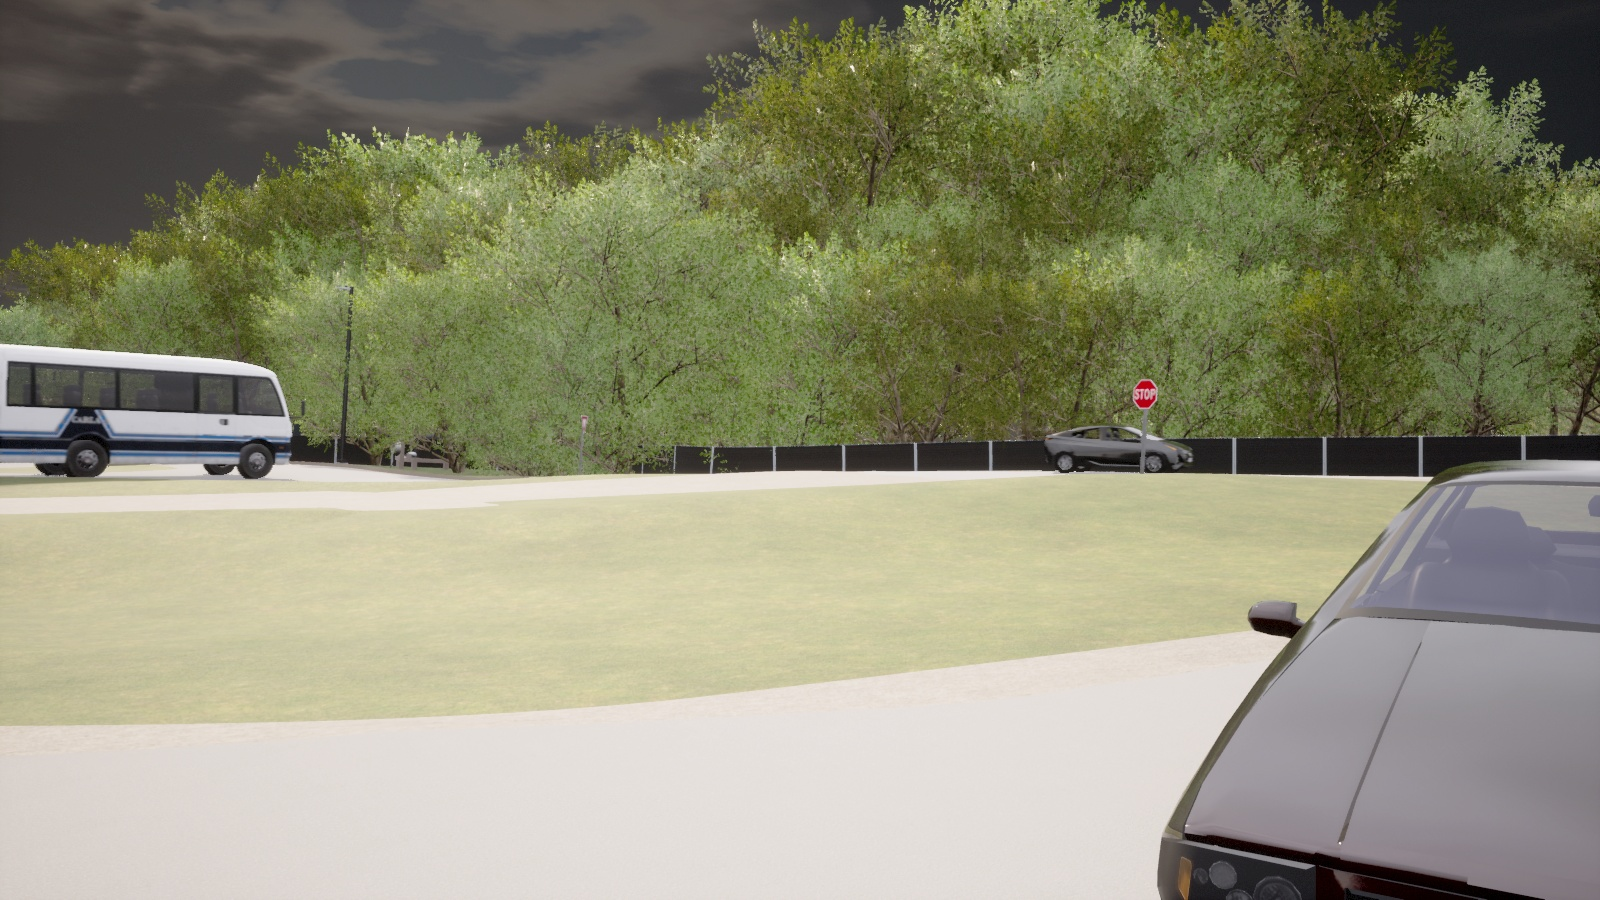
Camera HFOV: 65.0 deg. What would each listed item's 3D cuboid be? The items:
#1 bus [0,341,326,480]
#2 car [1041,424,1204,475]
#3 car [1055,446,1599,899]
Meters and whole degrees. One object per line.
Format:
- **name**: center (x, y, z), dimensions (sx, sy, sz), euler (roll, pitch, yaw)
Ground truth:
- **bus**: center (-22.353, -1.196, 43.627), dimensions (3.944, 4.253, 10.273), euler (2, 0, 40)
- **car**: center (10.075, -0.035, 39.327), dimensions (4.514, 1.525, 2.007), euler (1, 1, 32)
- **car**: center (2.824, 0.751, 4.233), dimensions (2.033, 1.411, 5.357), euler (2, 2, 33)
